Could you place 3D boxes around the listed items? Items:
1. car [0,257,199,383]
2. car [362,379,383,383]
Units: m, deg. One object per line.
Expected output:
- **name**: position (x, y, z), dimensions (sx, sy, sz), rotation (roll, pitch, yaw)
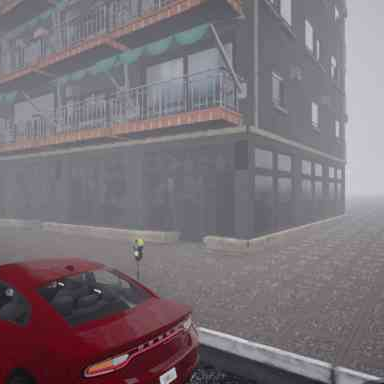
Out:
- **car**: position (-2.031, 1.545, 4.320), dimensions (4.507, 1.381, 1.887), rotation (0, 0, 35)
- **car**: position (2.561, 1.566, 1.052), dimensions (4.313, 1.339, 1.947), rotation (0, 0, 35)
